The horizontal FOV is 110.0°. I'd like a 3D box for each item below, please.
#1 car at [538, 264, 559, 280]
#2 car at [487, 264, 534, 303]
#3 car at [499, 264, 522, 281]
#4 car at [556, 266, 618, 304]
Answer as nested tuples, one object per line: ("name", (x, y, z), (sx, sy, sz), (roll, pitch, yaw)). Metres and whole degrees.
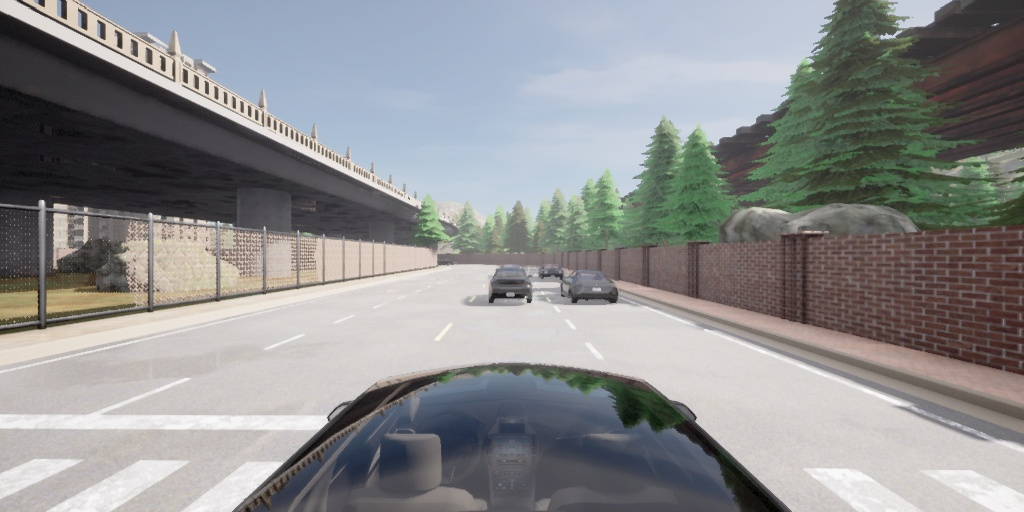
("car", (3.341, 1.366, 31.559), (1.895, 1.301, 4.718), (0, 0, 0))
("car", (-0.076, 1.266, 16.510), (1.837, 1.490, 4.892), (0, 0, 0))
("car", (-0.159, 1.366, 31.540), (1.895, 1.301, 4.718), (0, 0, 0))
("car", (3.424, 1.322, 16.529), (1.994, 1.385, 4.181), (0, 0, 0))
